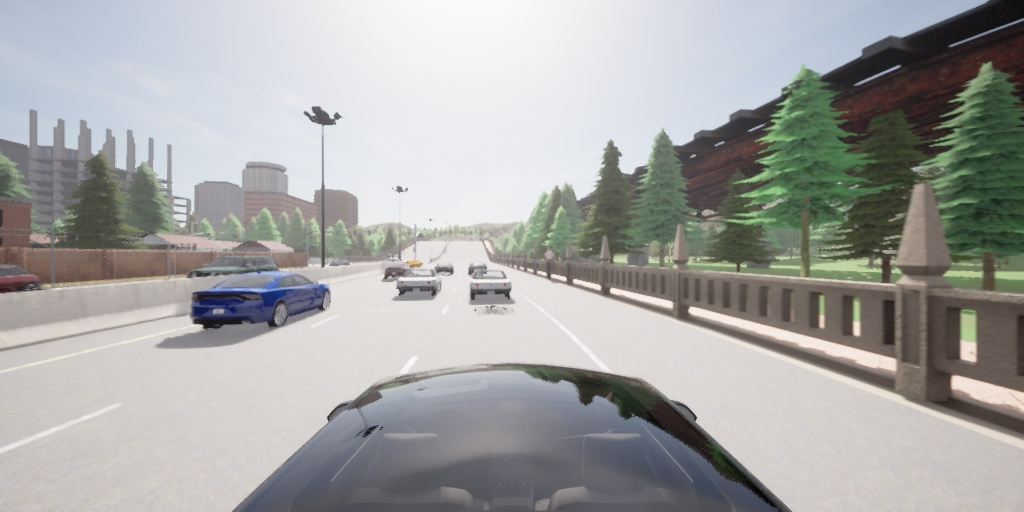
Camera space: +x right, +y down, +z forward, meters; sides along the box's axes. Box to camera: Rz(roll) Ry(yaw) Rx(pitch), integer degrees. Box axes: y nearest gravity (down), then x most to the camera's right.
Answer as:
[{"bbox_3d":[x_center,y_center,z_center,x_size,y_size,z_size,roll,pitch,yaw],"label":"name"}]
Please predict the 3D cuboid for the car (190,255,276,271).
[{"bbox_3d":[-15.780,0.975,20.570,2.150,2.045,5.566,0,0,-7],"label":"car"}]

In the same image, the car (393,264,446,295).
[{"bbox_3d":[-4.868,1.325,19.438,1.895,1.301,4.718,0,0,-7],"label":"car"}]

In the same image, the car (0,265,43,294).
[{"bbox_3d":[-22.053,1.135,14.116,2.097,1.767,4.553,0,0,-7],"label":"car"}]

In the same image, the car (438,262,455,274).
[{"bbox_3d":[-7.197,1.289,38.671,1.895,1.301,4.718,0,0,-7],"label":"car"}]

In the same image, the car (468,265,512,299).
[{"bbox_3d":[-1.177,1.318,18.023,1.895,1.301,4.718,0,0,-7],"label":"car"}]

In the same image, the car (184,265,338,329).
[{"bbox_3d":[-7.523,1.227,11.363,1.882,1.535,5.008,0,0,-5],"label":"car"}]

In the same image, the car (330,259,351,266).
[{"bbox_3d":[-26.997,1.247,56.511,1.812,1.442,4.674,0,0,-5],"label":"car"}]

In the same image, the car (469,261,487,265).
[{"bbox_3d":[-3.532,1.244,37.520,1.994,1.385,4.181,0,0,-7],"label":"car"}]

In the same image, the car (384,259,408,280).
[{"bbox_3d":[-9.819,1.238,31.225,1.812,1.442,4.674,0,0,-7],"label":"car"}]
